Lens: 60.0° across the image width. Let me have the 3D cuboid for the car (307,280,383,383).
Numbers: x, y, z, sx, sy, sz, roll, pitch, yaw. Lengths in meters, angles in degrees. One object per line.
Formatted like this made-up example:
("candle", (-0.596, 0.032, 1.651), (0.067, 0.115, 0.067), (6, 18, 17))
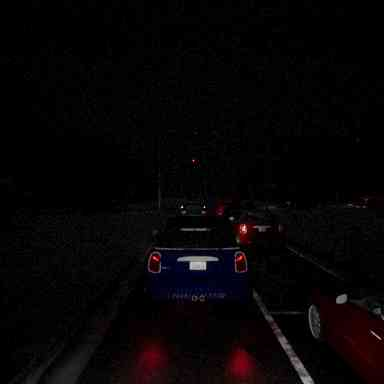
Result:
("car", (2.629, 1.581, 3.576), (1.802, 1.307, 4.206), (-1, 0, 0))

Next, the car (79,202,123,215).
("car", (-10.071, 1.788, 36.959), (4.674, 1.442, 1.812), (-2, 1, -2))

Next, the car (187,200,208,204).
("car", (0.105, 1.568, 25.477), (1.994, 1.385, 4.181), (0, 0, -1))

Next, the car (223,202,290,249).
("car", (2.629, 1.439, 14.381), (1.967, 1.590, 4.097), (-1, 0, 0))

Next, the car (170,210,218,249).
("car", (0.096, 1.600, 15.465), (1.895, 1.301, 4.718), (0, 0, 0))

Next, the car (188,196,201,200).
("car", (0.223, 1.634, 51.924), (1.895, 1.301, 4.718), (0, 0, -1))

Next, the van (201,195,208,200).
("van", (2.631, 1.374, 51.547), (1.690, 1.788, 3.998), (-1, 0, 0))

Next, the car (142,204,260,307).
("car", (0.070, 1.350, 8.130), (2.097, 1.767, 4.553), (0, 0, -1))

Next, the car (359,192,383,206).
("car", (22.527, 0.757, 39.884), (4.553, 1.767, 2.097), (-1, 1, 0))

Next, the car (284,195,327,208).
("car", (13.575, 1.125, 39.883), (4.892, 1.490, 1.837), (-1, 1, 0))

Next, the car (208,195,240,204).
("car", (2.628, 1.319, 25.185), (2.192, 1.841, 5.009), (-1, 0, 0))

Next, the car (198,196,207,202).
("car", (2.637, 1.650, 83.985), (1.887, 1.381, 4.507), (-1, 0, 0))
